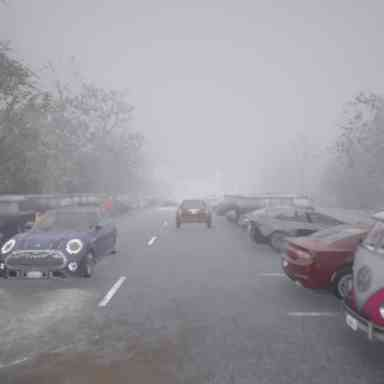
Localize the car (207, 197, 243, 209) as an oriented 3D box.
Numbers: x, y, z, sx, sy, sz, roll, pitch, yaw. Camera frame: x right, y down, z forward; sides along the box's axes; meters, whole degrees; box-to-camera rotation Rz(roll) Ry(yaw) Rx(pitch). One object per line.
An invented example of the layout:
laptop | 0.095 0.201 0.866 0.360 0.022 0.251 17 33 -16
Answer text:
car | 4.537 1.503 46.221 4.892 1.521 2.231 0 0 0

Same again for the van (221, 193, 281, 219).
van | 4.658 1.110 26.790 4.442 1.987 1.878 0 0 0

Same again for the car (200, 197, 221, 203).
car | 4.541 1.920 82.297 4.892 1.521 2.231 0 -1 0

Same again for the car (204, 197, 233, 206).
car | 4.574 1.626 57.325 4.792 1.488 2.163 0 0 0

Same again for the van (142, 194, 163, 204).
van | -8.650 1.552 73.896 4.442 1.987 1.878 0 -1 0

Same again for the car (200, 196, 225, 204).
car | 4.361 1.733 71.197 5.366 1.575 1.946 0 -1 0

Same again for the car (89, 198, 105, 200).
car | -8.544 1.318 21.413 5.008 1.535 2.097 0 0 0

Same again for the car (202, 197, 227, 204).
car | 4.552 1.701 68.430 4.892 1.521 2.231 0 -1 0

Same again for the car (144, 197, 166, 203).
car | -8.505 1.855 76.785 4.792 1.488 2.163 0 -1 0

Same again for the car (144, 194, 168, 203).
car | -8.561 1.622 79.559 5.566 2.045 2.435 0 -1 0

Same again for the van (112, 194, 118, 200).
van | -8.655 1.113 26.935 4.442 1.987 1.878 0 -1 0

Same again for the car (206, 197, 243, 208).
car | 4.729 1.523 48.996 5.366 1.575 1.946 0 0 0

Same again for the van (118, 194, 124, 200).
van | -8.655 1.135 29.580 4.442 1.987 1.878 0 0 0

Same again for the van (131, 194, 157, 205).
van | -8.651 1.397 60.177 4.442 1.987 1.878 0 -1 0

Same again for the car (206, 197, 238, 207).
car | 4.573 1.579 51.772 4.792 1.488 2.163 0 0 0

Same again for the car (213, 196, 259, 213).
car | 4.574 1.282 35.117 4.553 1.767 2.185 0 0 0

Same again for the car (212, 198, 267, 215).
car | 4.548 1.384 32.340 5.008 1.535 2.097 0 0 0

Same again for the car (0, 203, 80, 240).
car | -8.355 1.357 15.874 5.366 1.575 1.946 0 0 0

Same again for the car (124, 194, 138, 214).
car | -8.509 1.134 32.351 5.566 2.045 2.435 0 0 0

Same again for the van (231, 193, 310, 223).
van | 4.657 1.113 18.478 4.442 1.987 1.878 0 0 0

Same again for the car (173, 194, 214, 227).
car | 0.100 1.191 21.488 2.097 1.767 4.553 0 0 0

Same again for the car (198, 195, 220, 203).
car | 4.519 1.764 87.854 5.566 2.045 2.435 0 -1 0

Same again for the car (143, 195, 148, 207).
car | -8.539 1.519 43.429 4.674 1.452 2.002 0 0 0

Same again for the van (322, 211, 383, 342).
van | 4.423 1.218 4.597 4.442 1.987 1.878 0 0 0

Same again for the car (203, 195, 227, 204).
car | 4.514 1.545 65.652 4.553 1.767 2.185 0 -1 0

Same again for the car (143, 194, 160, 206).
car | -8.507 1.324 54.638 5.566 2.045 2.435 0 0 0

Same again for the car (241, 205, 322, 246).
car | 4.570 1.411 12.926 4.792 1.488 2.163 0 0 0

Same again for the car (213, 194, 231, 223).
car | 4.513 1.061 24.014 5.566 2.045 2.435 0 0 0

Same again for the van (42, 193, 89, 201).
van | -8.422 1.113 18.641 4.442 1.987 1.878 0 0 0

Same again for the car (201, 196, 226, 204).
car | 4.732 1.773 73.850 5.366 1.575 1.946 0 -1 0

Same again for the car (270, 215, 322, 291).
car | 4.534 1.423 7.375 5.008 1.535 2.097 0 0 0

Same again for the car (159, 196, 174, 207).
car | -3.562 1.673 52.019 1.895 1.301 4.718 0 -1 0

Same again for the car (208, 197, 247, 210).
car | 4.550 1.480 43.444 4.892 1.521 2.231 0 0 0

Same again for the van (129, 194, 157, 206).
van | -8.418 1.373 57.407 4.442 1.987 1.878 0 -1 0

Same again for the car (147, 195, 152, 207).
car | -8.531 1.504 46.324 5.008 1.535 2.097 0 0 0

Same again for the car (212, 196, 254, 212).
car | 4.574 1.305 37.893 4.553 1.767 2.185 0 0 0

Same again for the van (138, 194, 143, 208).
van | -8.653 1.230 40.661 4.442 1.987 1.878 0 0 0

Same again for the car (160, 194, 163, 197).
car | -8.540 1.646 62.945 5.008 1.535 2.097 0 0 0

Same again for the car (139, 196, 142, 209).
car | -8.535 1.473 38.014 4.674 1.452 2.002 0 0 0

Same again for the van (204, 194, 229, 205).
van | 4.428 1.395 60.103 4.442 1.987 1.878 0 0 0

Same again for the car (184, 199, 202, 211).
car | 0.108 1.521 40.250 1.994 1.385 4.181 0 -1 0

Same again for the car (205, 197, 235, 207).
car | 4.574 1.603 54.549 4.792 1.488 2.163 0 0 0

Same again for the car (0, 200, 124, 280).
car | -3.599 1.277 9.832 2.097 1.767 4.553 0 0 0

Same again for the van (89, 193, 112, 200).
van | -8.422 1.088 24.032 4.442 1.987 1.878 0 0 0

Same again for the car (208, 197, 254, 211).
car | 4.729 1.452 40.668 5.366 1.575 1.946 0 0 0

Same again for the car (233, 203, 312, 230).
car | 4.538 1.400 15.704 4.674 1.452 2.002 0 0 0

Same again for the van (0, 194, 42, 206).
van | -8.657 1.155 13.101 4.442 1.987 1.878 0 0 0

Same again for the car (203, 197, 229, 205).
car | 4.516 1.674 62.877 4.792 1.488 2.163 0 0 0
